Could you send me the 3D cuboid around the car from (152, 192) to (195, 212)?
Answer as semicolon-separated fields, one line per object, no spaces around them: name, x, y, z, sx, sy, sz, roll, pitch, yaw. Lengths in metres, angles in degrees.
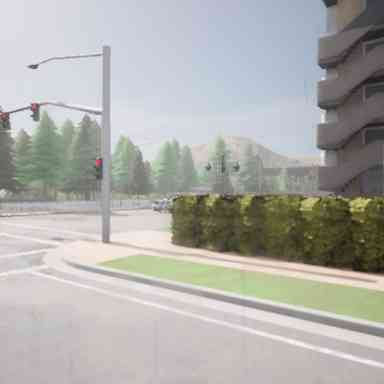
car;-1.668;1.057;34.578;2.150;2.045;5.566;0;0;38
